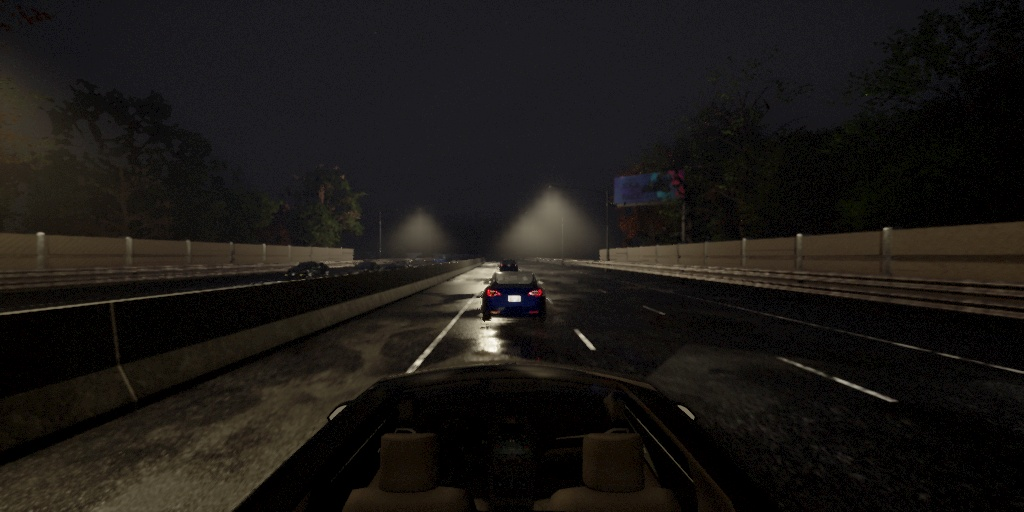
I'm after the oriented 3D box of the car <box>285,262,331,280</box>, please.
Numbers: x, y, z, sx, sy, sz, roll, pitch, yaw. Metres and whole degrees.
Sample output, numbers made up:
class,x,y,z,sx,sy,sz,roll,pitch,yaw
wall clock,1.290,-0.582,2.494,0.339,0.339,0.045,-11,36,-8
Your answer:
class,x,y,z,sx,sy,sz,roll,pitch,yaw
car,-17.871,1.258,31.650,1.837,1.490,4.892,0,0,-1

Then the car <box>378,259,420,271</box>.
class,x,y,z,sx,sy,sz,roll,pitch,yaw
car,-10.928,1.241,34.998,2.128,1.511,4.902,0,0,-1

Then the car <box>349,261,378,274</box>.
class,x,y,z,sx,sy,sz,roll,pitch,yaw
car,-14.446,1.276,35.683,1.812,1.442,4.674,0,0,-1

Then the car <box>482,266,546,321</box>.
class,x,y,z,sx,sy,sz,roll,pitch,yaw
car,0.056,1.253,12.498,2.163,1.488,4.792,0,0,0

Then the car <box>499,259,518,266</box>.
class,x,y,z,sx,sy,sz,roll,pitch,yaw
car,-0.387,1.096,42.230,2.097,1.767,4.553,0,0,-1
